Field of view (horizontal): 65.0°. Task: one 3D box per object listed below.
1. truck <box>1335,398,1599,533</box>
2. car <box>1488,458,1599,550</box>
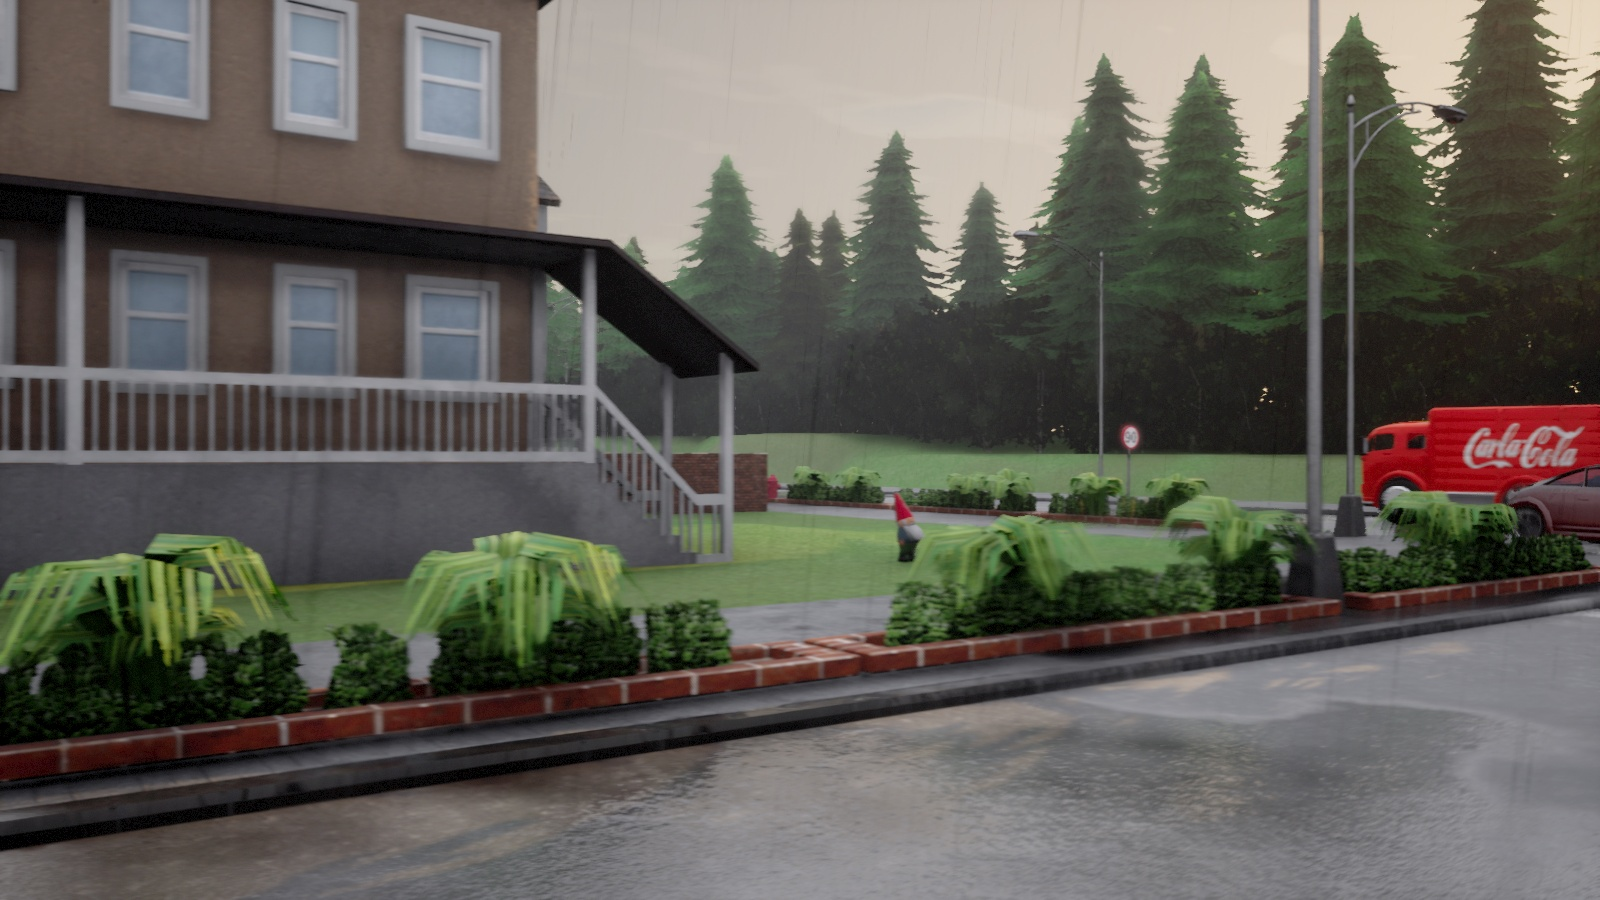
[{"bbox_3d":[14.206,0.292,25.924,2.627,2.467,5.204,0,0,-34],"label":"truck"},{"bbox_3d":[13.176,0.830,19.359,1.994,1.385,4.181,0,0,-22],"label":"car"}]
